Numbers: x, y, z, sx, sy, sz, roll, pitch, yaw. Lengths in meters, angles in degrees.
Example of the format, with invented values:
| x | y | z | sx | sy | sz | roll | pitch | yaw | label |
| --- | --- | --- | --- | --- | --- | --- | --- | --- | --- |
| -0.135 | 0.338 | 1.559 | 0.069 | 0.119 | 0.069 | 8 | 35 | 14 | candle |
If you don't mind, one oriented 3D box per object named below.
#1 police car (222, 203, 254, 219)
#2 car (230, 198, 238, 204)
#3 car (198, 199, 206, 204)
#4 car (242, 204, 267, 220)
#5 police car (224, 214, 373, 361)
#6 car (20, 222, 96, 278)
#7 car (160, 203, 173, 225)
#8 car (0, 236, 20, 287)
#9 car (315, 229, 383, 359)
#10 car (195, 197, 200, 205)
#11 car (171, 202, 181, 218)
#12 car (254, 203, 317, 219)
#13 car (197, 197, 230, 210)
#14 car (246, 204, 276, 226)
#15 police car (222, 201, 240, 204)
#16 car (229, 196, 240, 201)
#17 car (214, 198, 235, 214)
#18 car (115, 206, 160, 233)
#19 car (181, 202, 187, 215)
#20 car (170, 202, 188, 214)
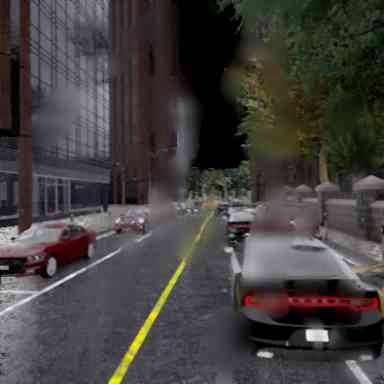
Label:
| x | y | z | sx | sy | sz | roll | pitch | yaw | label |
| --- | --- | --- | --- | --- | --- | --- | --- | --- | --- |
| 2.580 | 1.581 | 16.375 | 1.930 | 1.638 | 5.238 | -1 | -1 | 5 | police car |
| 11.334 | 2.471 | 90.699 | 2.008 | 1.369 | 4.403 | -1 | -1 | 5 | car |
| 2.846 | 2.622 | 91.482 | 1.802 | 1.307 | 4.206 | -1 | -1 | 5 | car |
| 5.891 | 1.856 | 31.759 | 1.947 | 1.339 | 4.313 | -1 | -1 | 5 | car |
| 1.679 | 1.478 | 6.416 | 1.930 | 1.638 | 5.238 | -1 | -1 | 5 | police car |
| -4.605 | 1.729 | 10.805 | 1.887 | 1.381 | 4.507 | -1 | -1 | 5 | car |
| -3.099 | 1.904 | 27.106 | 2.008 | 1.369 | 4.403 | -1 | -1 | 5 | car |
| -5.106 | 1.673 | 5.371 | 1.887 | 1.381 | 4.507 | -1 | -1 | 5 | car |
| 3.397 | 1.536 | 4.762 | 1.752 | 1.417 | 4.829 | -1 | -1 | 5 | car |
| 1.842 | 2.237 | 80.657 | 2.192 | 1.841 | 5.009 | -1 | -1 | 5 | car |
| -2.598 | 1.954 | 32.540 | 1.887 | 1.381 | 4.507 | -1 | -1 | 5 | car |
| 4.382 | 1.436 | 15.462 | 2.192 | 1.841 | 5.009 | -1 | -1 | 5 | car |
| 3.423 | 2.038 | 52.287 | 1.882 | 1.535 | 5.008 | 1 | -1 | -33 | car |
| 5.404 | 1.761 | 26.495 | 1.752 | 1.417 | 4.829 | -1 | -1 | 5 | car |
| 3.150 | 1.642 | 22.347 | 1.930 | 1.638 | 5.238 | -1 | -1 | 5 | police car |
| 9.833 | 2.184 | 74.458 | 1.967 | 1.590 | 4.097 | -1 | -1 | 5 | car |
| 4.122 | 1.944 | 42.476 | 1.837 | 1.490 | 4.892 | -1 | 0 | 6 | car |
| -3.603 | 1.737 | 21.674 | 1.967 | 1.590 | 4.097 | -1 | -1 | 5 | car |
| -2.097 | 1.907 | 37.975 | 1.967 | 1.590 | 4.097 | -1 | -1 | 5 | car |
| -1.610 | 2.047 | 43.238 | 1.752 | 1.417 | 4.829 | -1 | -1 | 5 | car |
